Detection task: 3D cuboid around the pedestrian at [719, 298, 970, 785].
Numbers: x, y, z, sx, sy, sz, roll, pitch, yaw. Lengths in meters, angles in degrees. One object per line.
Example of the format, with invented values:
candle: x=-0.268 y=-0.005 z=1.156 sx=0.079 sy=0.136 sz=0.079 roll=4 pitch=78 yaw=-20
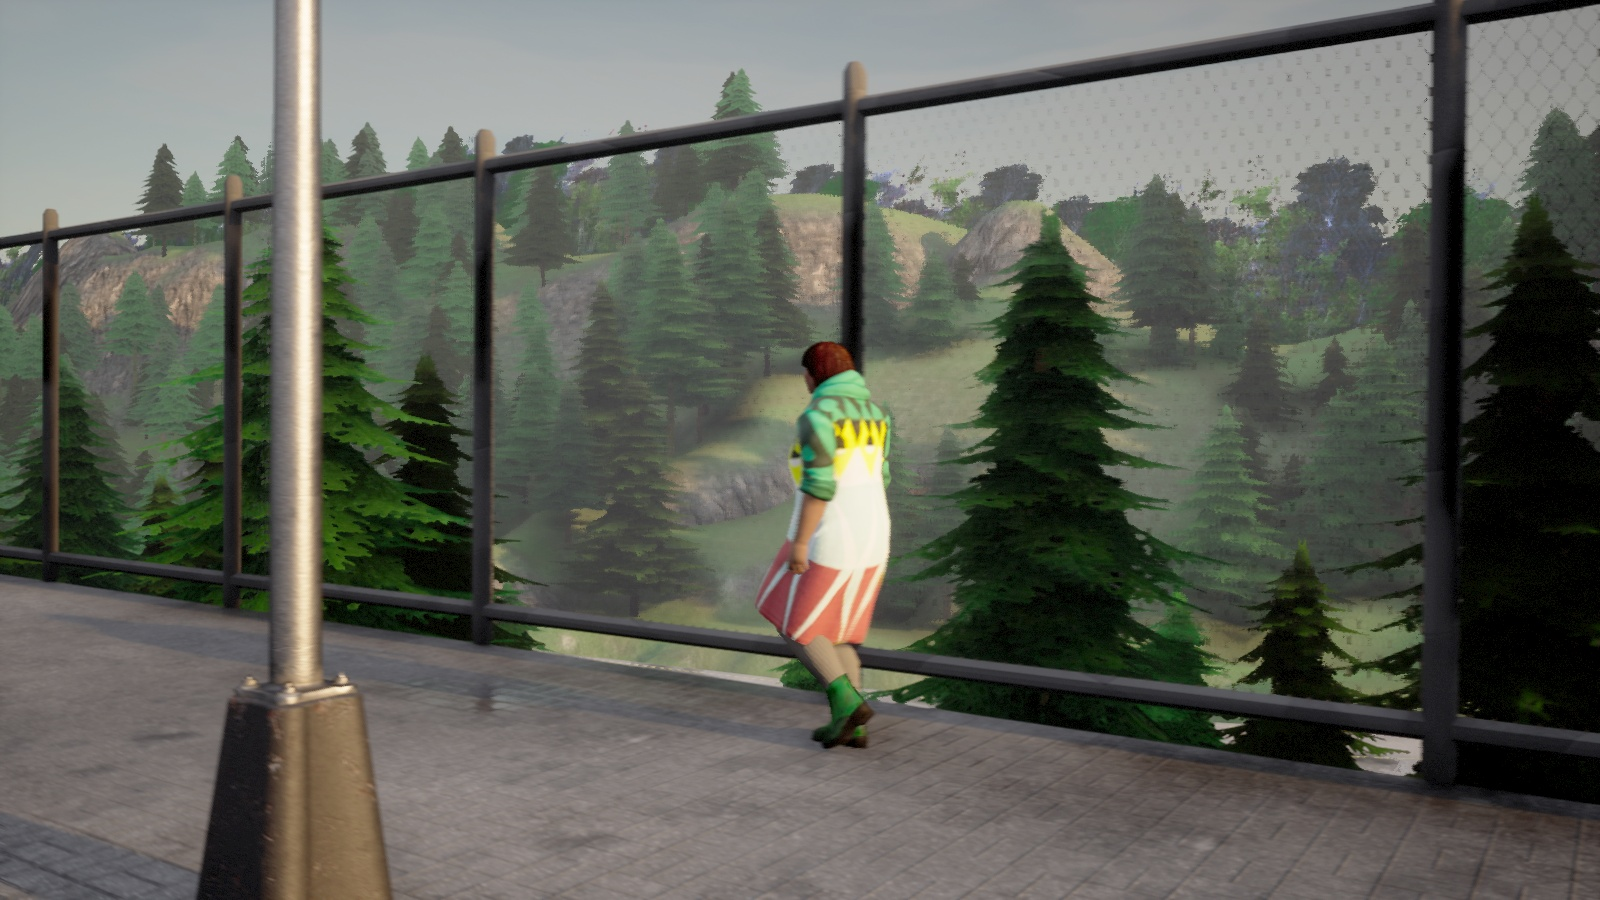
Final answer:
pedestrian: x=0.202 y=0.365 z=5.542 sx=0.873 sy=1.952 sz=0.659 roll=0 pitch=1 yaw=34
